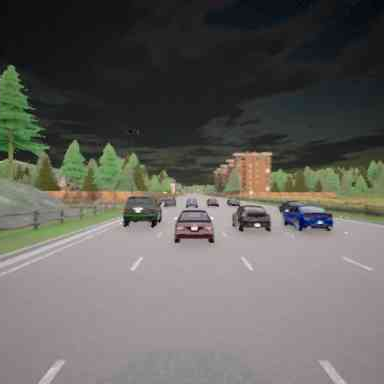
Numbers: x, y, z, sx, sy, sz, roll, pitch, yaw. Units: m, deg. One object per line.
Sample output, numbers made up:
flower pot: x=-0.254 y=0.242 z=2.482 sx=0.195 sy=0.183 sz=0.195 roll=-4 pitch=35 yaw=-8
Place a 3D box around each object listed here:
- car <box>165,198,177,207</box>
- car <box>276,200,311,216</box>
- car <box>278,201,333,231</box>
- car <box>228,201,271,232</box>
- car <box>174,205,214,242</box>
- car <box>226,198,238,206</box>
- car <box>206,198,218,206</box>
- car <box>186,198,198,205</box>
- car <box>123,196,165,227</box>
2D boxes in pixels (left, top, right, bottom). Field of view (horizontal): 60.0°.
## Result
car: x=-3.541 y=1.658 z=55.554 sx=2.128 sy=1.511 sz=4.902 roll=0 pitch=0 yaw=0
car: x=10.574 y=1.652 z=35.144 sx=2.033 sy=1.411 sz=5.357 roll=0 pitch=0 yaw=0
car: x=7.104 y=1.540 z=20.914 sx=1.882 sy=1.535 sz=5.008 roll=0 pitch=0 yaw=0
car: x=3.604 y=1.568 z=20.765 sx=1.837 sy=1.490 sz=4.892 roll=0 pitch=0 yaw=0
car: x=0.101 y=1.597 z=16.600 sx=2.033 sy=1.411 sz=5.357 roll=0 pitch=0 yaw=0
car: x=6.957 y=1.732 z=56.454 sx=1.994 sy=1.385 sz=4.181 roll=0 pitch=0 yaw=0
car: x=3.448 y=1.716 z=56.770 sx=2.033 sy=1.411 sz=5.357 roll=0 pitch=0 yaw=0
car: x=-0.036 y=1.707 z=53.421 sx=2.033 sy=1.411 sz=5.357 roll=0 pitch=0 yaw=0
car: x=-3.399 y=1.294 z=23.591 sx=2.150 sy=2.045 sz=5.566 roll=0 pitch=0 yaw=0
